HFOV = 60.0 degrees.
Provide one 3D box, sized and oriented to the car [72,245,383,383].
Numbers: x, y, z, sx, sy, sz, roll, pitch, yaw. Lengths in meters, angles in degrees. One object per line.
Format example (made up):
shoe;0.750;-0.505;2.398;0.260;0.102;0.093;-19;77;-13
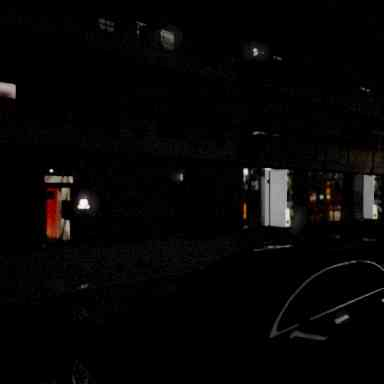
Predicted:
car;1.071;1.509;4.142;4.892;1.490;1.837;0;0;-36
